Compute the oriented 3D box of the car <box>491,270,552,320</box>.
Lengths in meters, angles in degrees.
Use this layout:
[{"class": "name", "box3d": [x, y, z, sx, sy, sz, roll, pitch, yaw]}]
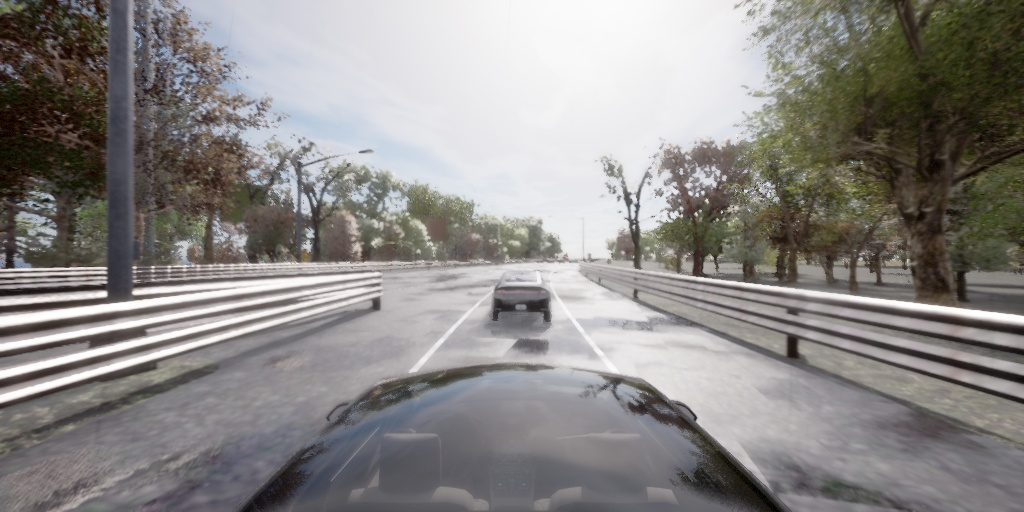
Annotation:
[{"class": "car", "box3d": [0.353, 1.249, 12.616, 2.128, 1.511, 4.902, 0, 0, 2]}]
